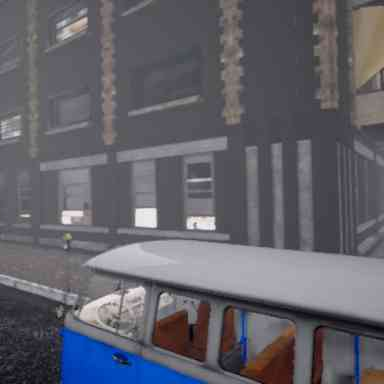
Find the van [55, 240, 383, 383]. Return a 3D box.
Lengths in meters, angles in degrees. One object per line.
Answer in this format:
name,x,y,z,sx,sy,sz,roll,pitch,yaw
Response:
van,0.683,1.349,2.408,3.998,1.788,1.690,-1,-1,35
